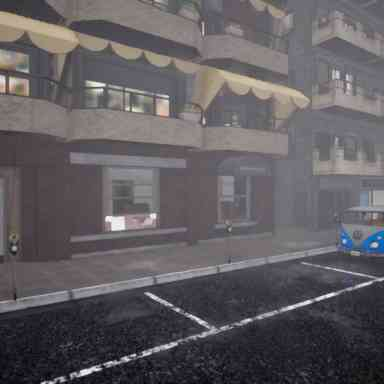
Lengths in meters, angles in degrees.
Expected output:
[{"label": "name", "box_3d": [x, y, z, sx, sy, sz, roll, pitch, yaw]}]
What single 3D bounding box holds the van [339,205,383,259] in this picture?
[{"label": "van", "box_3d": [6.659, 1.341, 11.304, 3.998, 1.788, 1.690, 0, 0, -35]}]
